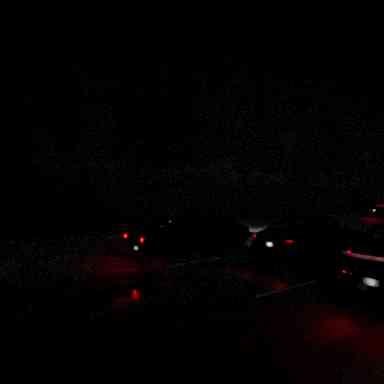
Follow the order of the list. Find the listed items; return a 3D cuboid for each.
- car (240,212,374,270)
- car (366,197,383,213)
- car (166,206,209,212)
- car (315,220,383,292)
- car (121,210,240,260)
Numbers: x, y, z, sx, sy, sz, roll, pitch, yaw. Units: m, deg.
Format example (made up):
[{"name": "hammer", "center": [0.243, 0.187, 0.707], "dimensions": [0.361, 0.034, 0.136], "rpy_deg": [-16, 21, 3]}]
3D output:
[{"name": "car", "center": [3.876, 1.473, 10.793], "dimensions": [4.181, 1.385, 1.994], "rpy_deg": [-1, 0, -35]}, {"name": "car", "center": [17.019, 1.213, 28.822], "dimensions": [4.892, 1.490, 1.837], "rpy_deg": [-1, 1, -35]}, {"name": "car", "center": [0.184, 1.431, 16.757], "dimensions": [4.674, 1.442, 1.812], "rpy_deg": [0, 0, -35]}, {"name": "car", "center": [5.234, 1.409, 7.464], "dimensions": [4.902, 1.511, 2.128], "rpy_deg": [0, 0, -35]}, {"name": "car", "center": [-0.060, 1.533, 12.287], "dimensions": [4.718, 1.301, 1.895], "rpy_deg": [-1, 0, -35]}]
